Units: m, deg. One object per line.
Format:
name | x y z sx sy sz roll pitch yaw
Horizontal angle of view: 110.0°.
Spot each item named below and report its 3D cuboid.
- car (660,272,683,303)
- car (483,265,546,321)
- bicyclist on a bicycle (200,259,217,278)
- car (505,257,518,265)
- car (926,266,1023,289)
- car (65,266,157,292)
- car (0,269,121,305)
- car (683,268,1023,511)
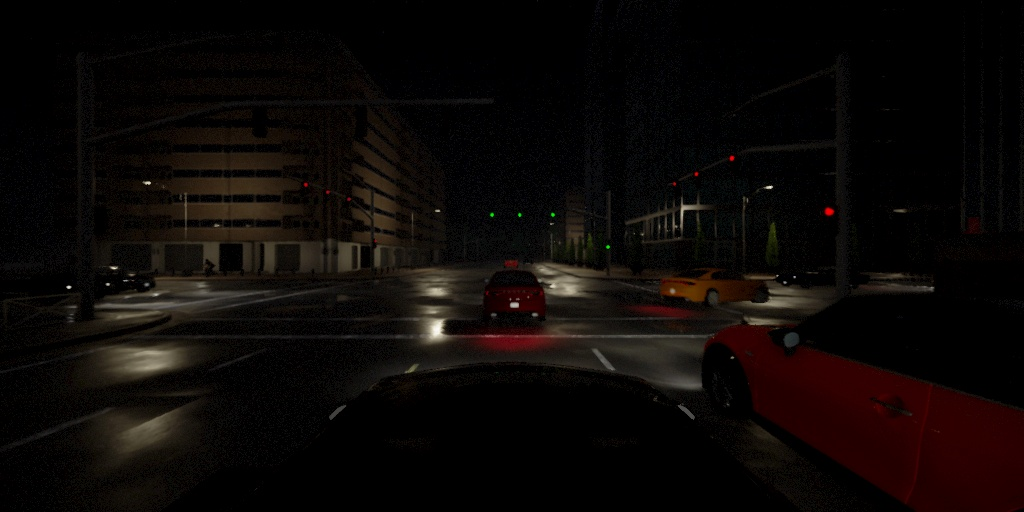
car | 8.569 1.249 15.112 5.008 1.535 1.882 1 -2 -25
car | 0.054 1.223 12.465 1.882 1.535 5.008 0 0 0
bicyclist on a bicycle | -25.548 1.058 30.184 0.582 1.620 1.656 0 0 0
car | -0.075 1.008 56.729 2.097 1.767 4.553 0 0 1
car | 29.466 1.333 22.709 4.181 1.385 1.994 0 0 0
car | -21.971 1.267 19.189 4.902 1.511 2.128 0 0 0
car | -20.612 1.383 15.684 4.718 1.301 1.895 0 0 0
car | 3.608 1.100 3.016 2.097 1.767 4.553 0 0 0
